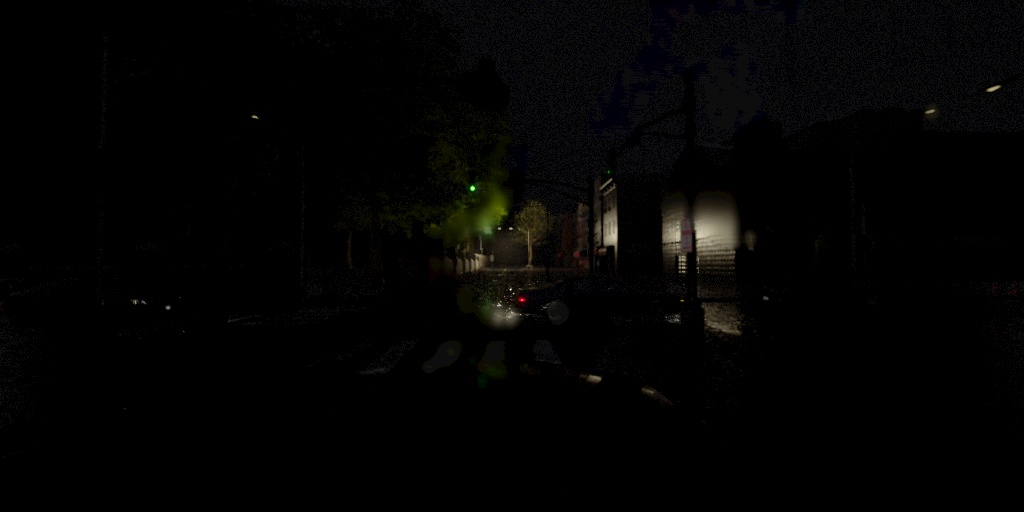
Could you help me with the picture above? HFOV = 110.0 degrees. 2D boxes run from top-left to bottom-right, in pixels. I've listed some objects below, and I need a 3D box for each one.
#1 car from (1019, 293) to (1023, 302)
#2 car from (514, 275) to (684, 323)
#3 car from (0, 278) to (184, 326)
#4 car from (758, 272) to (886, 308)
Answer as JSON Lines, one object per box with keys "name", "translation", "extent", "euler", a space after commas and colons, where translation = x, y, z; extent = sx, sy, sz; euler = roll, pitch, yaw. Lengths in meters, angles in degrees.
{"name": "car", "translation": [20.418, 1.176, 11.816], "extent": [5.357, 1.411, 2.033], "euler": [0, -1, 0]}
{"name": "car", "translation": [2.750, 1.351, 11.832], "extent": [5.357, 1.411, 2.033], "euler": [-1, -1, 0]}
{"name": "car", "translation": [-13.701, 1.439, 11.870], "extent": [4.674, 1.442, 1.812], "euler": [0, -1, 0]}
{"name": "car", "translation": [12.409, 1.318, 14.449], "extent": [4.313, 1.339, 1.948], "euler": [0, 0, 0]}
